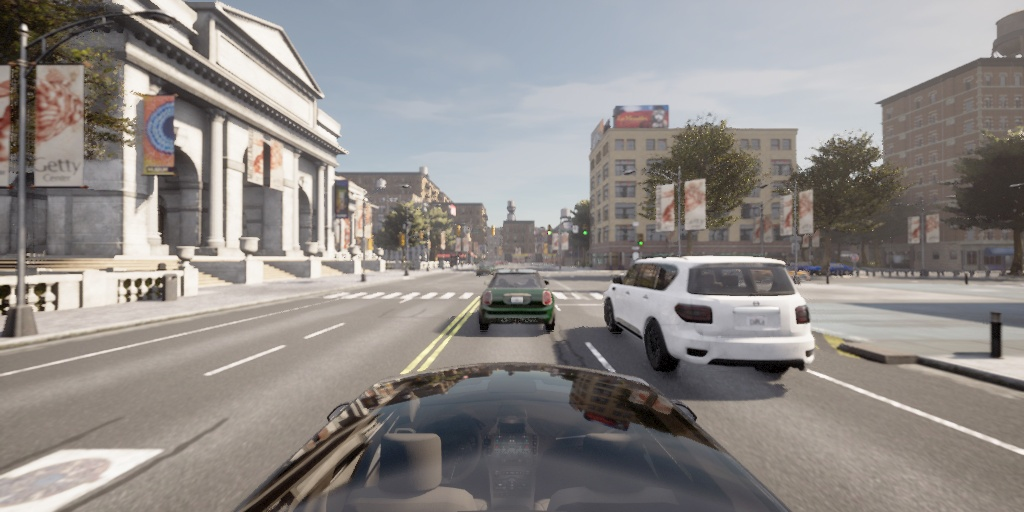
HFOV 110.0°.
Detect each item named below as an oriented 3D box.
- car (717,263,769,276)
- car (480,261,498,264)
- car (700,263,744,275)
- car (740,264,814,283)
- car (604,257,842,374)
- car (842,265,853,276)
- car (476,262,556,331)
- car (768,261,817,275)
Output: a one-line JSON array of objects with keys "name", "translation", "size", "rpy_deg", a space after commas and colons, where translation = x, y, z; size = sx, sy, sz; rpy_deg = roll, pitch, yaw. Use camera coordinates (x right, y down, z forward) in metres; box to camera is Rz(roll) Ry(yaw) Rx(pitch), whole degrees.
[{"name": "car", "translation": [27.278, 1.633, 42.469], "size": [4.892, 1.490, 1.837], "rpy_deg": [0, -1, 1]}, {"name": "car", "translation": [-3.089, 1.425, 42.551], "size": [2.097, 1.767, 4.553], "rpy_deg": [0, -1, 0]}, {"name": "car", "translation": [26.865, 1.687, 45.974], "size": [4.674, 1.442, 1.812], "rpy_deg": [0, -1, 0]}, {"name": "car", "translation": [22.718, 1.506, 30.825], "size": [5.008, 1.535, 1.882], "rpy_deg": [0, -1, -3]}, {"name": "car", "translation": [3.610, 1.031, 7.843], "size": [2.150, 2.045, 5.566], "rpy_deg": [0, 0, 2]}, {"name": "car", "translation": [37.296, 1.606, 42.388], "size": [5.008, 1.535, 1.882], "rpy_deg": [0, -1, 1]}, {"name": "car", "translation": [0.160, 1.192, 11.533], "size": [2.097, 1.767, 4.553], "rpy_deg": [0, -1, 1]}, {"name": "car", "translation": [35.878, 1.513, 45.913], "size": [4.553, 1.767, 2.097], "rpy_deg": [0, -1, 1]}]
